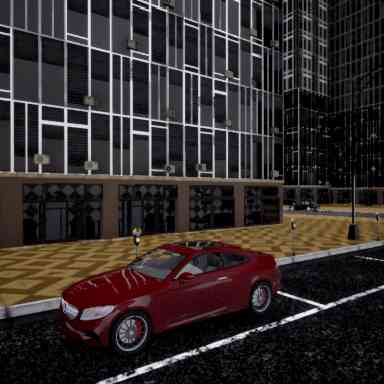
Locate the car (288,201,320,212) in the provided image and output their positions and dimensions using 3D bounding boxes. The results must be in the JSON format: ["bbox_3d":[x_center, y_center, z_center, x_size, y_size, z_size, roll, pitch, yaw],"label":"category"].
[{"bbox_3d":[15.229,1.899,45.337,2.008,1.369,4.403,-1,0,-36],"label":"car"}]

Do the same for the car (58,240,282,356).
[{"bbox_3d":[-0.150,1.582,5.993,4.206,1.307,1.802,0,0,-36],"label":"car"}]
